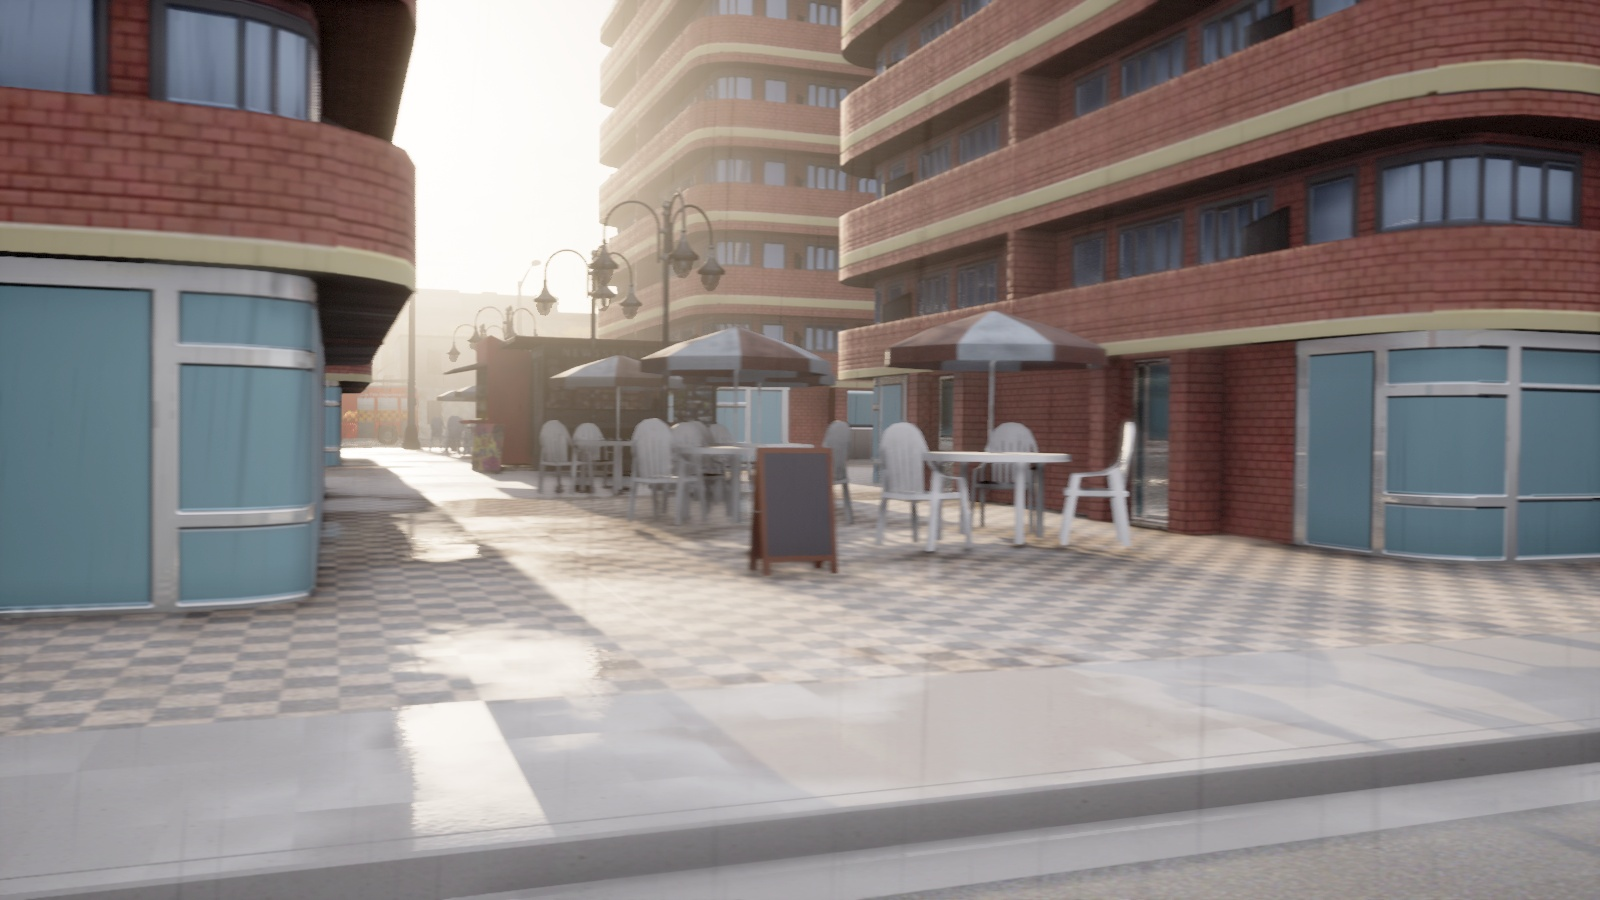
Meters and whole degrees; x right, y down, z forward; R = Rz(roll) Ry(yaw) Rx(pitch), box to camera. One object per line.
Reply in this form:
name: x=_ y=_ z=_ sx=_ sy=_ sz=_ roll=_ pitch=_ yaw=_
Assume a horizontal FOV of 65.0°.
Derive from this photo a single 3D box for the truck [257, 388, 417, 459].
truck: x=-26.862 y=-1.595 z=73.121 sx=8.468 sy=3.827 sz=2.891 roll=-2 pitch=1 yaw=-21
